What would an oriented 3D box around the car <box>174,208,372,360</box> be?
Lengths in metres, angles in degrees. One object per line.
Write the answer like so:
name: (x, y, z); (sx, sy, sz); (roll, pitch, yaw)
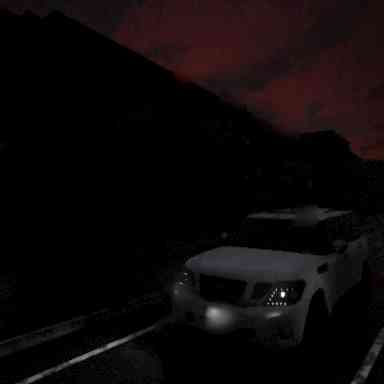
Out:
car: (2.041, 1.375, 6.727); (2.150, 2.045, 5.566); (-1, -2, 38)
